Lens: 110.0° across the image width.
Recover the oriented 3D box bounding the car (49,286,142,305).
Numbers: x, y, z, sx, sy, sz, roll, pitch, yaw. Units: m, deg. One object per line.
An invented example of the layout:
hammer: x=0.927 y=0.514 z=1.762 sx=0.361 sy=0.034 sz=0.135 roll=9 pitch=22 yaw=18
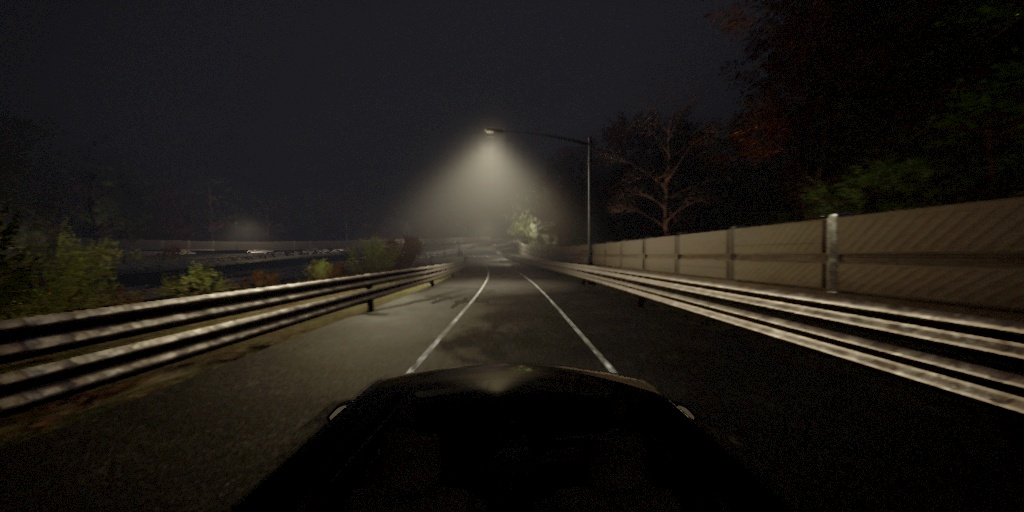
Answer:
car: x=-38.408 y=3.643 z=33.564 sx=2.033 sy=1.411 sz=5.357 roll=1 pitch=4 yaw=15

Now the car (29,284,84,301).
car: x=-41.814 y=3.389 z=34.347 sx=2.097 sy=1.767 sz=4.553 roll=1 pitch=4 yaw=15

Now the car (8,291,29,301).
car: x=-45.207 y=3.573 z=35.233 sx=1.895 sy=1.301 sz=4.718 roll=1 pitch=4 yaw=15
